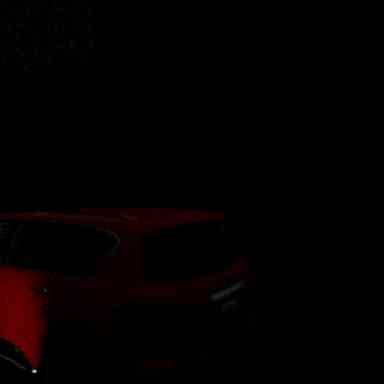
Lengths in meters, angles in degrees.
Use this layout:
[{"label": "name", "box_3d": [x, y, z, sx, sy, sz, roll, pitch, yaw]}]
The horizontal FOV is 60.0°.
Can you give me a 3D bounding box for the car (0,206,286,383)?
[{"label": "car", "box_3d": [-1.816, 1.226, 4.824, 5.566, 2.045, 2.435, 0, 0, 35]}]
